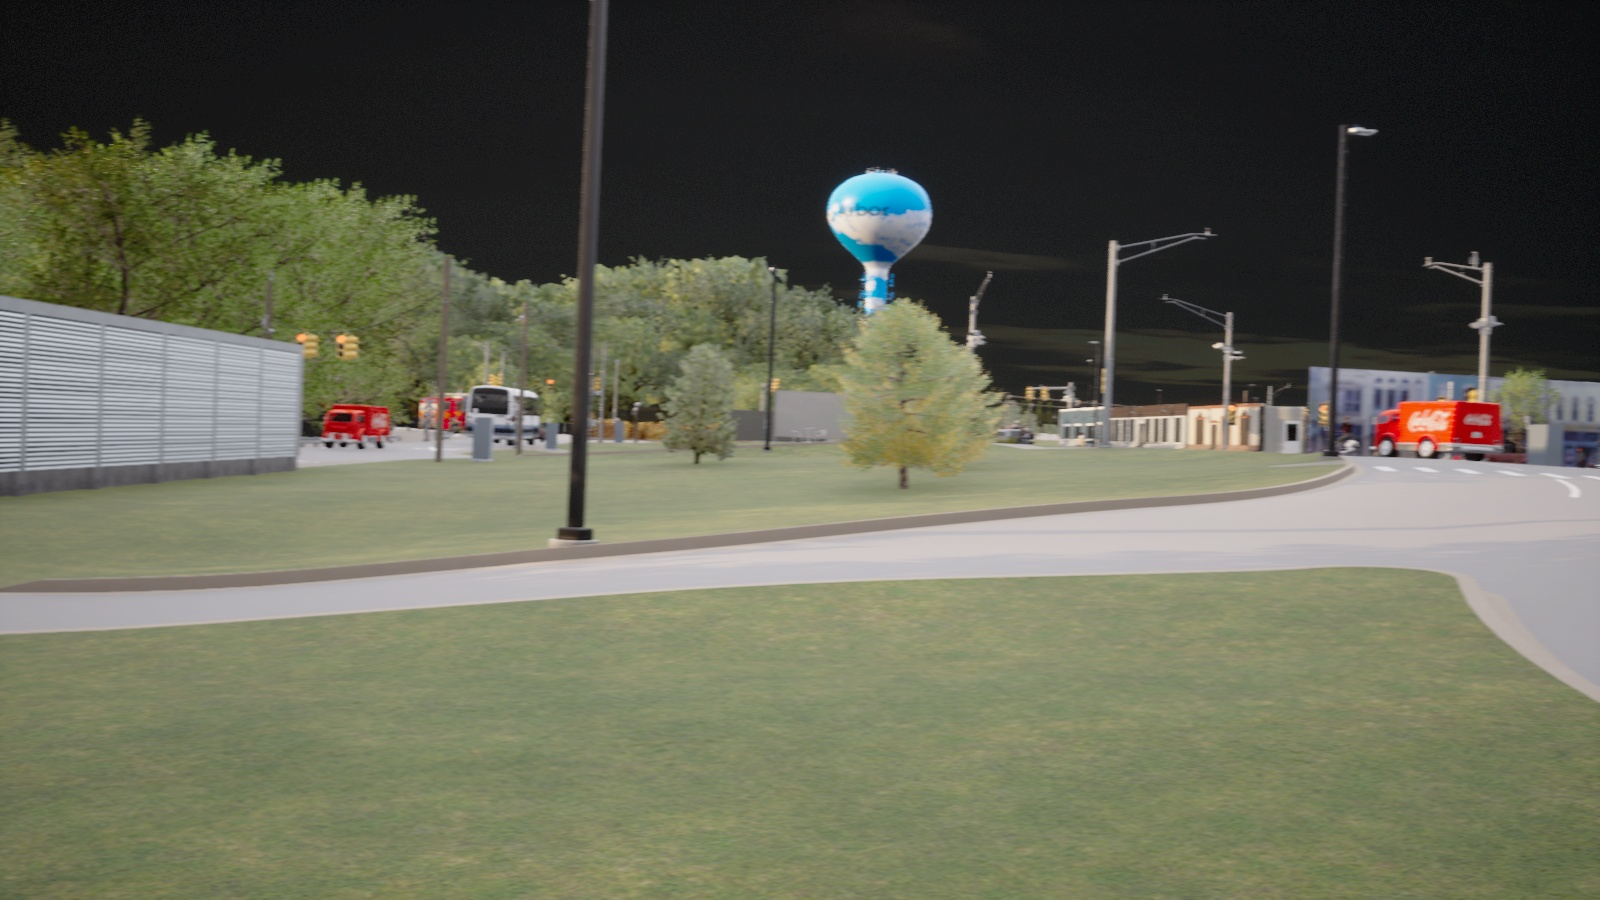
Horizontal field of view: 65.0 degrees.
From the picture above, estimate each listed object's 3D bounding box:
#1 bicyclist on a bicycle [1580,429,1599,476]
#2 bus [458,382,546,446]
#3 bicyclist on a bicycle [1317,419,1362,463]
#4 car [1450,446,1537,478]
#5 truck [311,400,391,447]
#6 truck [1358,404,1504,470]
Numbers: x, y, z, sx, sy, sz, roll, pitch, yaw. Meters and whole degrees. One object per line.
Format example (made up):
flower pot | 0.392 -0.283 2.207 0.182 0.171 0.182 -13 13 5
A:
bicyclist on a bicycle | 28.280 0.110 43.926 0.582 1.620 1.656 3 1 -15
bus | -22.130 -2.644 93.891 3.944 4.253 10.273 4 1 0
bicyclist on a bicycle | 22.797 -0.391 53.105 0.659 1.776 1.843 3 0 -14
car | 39.923 0.679 72.367 3.988 1.617 1.851 3 -1 -7
truck | -25.410 -1.489 71.315 2.627 2.467 5.204 3 1 0
truck | 26.204 -0.559 52.389 2.627 2.467 5.204 3 0 -13
